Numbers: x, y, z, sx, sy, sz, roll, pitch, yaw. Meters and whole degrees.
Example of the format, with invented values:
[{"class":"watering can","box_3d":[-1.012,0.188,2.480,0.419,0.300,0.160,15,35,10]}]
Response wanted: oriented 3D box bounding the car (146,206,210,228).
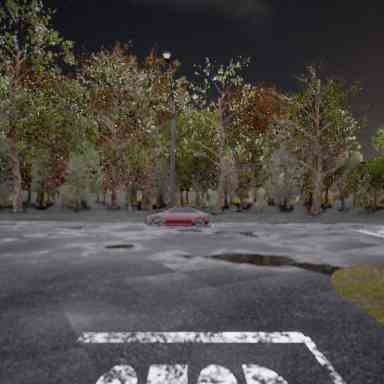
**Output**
[{"class":"car","box_3d":[-0.915,1.612,21.849,4.181,1.385,1.994,0,0,0]}]
